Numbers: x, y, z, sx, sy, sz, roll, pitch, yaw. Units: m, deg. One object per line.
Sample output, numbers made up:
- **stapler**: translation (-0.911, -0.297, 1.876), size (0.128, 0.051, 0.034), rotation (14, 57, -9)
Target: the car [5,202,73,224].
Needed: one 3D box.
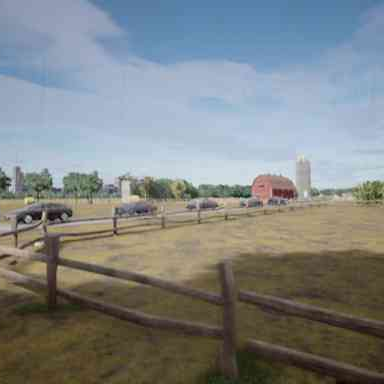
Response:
- **car**: translation (-11.422, 1.557, 25.141), size (1.837, 1.490, 4.892), rotation (-2, -1, 35)

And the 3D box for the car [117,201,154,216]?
- **car**: translation (-5.689, 1.630, 33.223), size (1.994, 1.385, 4.181), rotation (-2, -1, 35)

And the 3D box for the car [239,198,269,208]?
- **car**: translation (8.776, 1.569, 48.606), size (2.033, 1.411, 5.357), rotation (-2, -1, 36)

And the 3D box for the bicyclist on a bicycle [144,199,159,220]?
- **bicyclist on a bicycle**: translation (-3.243, 1.386, 26.342), size (1.656, 1.620, 0.582), rotation (0, 0, 35)

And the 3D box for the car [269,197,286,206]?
- **car**: translation (14.471, 1.575, 56.726), size (1.837, 1.490, 4.892), rotation (-2, -1, 35)

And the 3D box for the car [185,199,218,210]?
- **car**: translation (1.372, 1.630, 43.153), size (2.033, 1.411, 5.357), rotation (-2, -1, 36)
